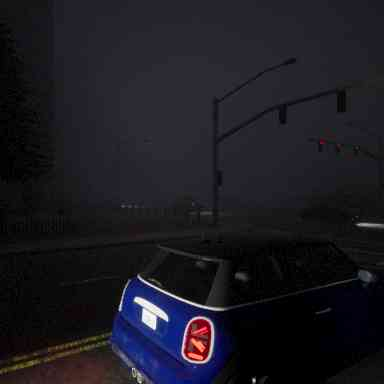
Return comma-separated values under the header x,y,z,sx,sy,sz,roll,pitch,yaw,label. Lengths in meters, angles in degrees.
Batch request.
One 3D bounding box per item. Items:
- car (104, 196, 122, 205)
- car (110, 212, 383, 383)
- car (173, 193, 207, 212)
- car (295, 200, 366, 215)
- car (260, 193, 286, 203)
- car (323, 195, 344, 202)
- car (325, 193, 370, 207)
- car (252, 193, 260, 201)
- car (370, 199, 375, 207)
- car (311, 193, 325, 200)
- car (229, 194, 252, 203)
x,y,z,sx,sy,sz,roll,pitch,yaw,label
-13.731,1.492,57.537,2.128,1.511,4.902,0,0,-35,car
1.288,1.352,4.718,4.553,1.767,2.097,0,0,-35,car
-0.268,1.353,38.656,2.097,1.767,4.553,0,0,-36,car
10.271,1.564,24.919,1.994,1.385,4.181,0,0,-44,car
15.492,1.395,62.674,1.970,1.475,3.806,0,0,-36,car
31.599,1.364,74.179,1.784,1.438,3.905,0,0,-36,car
21.034,1.153,45.243,1.932,1.855,4.605,0,0,-36,car
13.787,1.364,80.000,1.784,1.438,3.905,0,0,-36,car
23.422,1.156,46.878,1.905,1.878,3.866,0,0,-36,car
29.203,1.153,72.551,1.932,1.855,4.605,0,0,-36,car
11.429,1.395,78.321,1.970,1.475,3.806,0,0,-36,car
